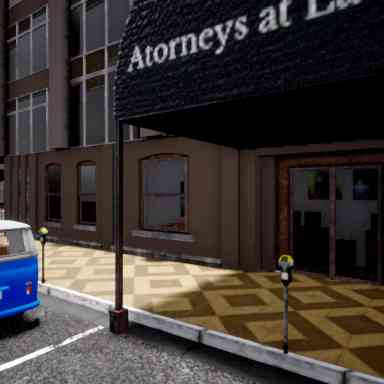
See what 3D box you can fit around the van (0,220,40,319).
[{"bbox_3d":[-4.484,1.341,6.066,3.998,1.788,1.690,0,0,35],"label":"van"}]
